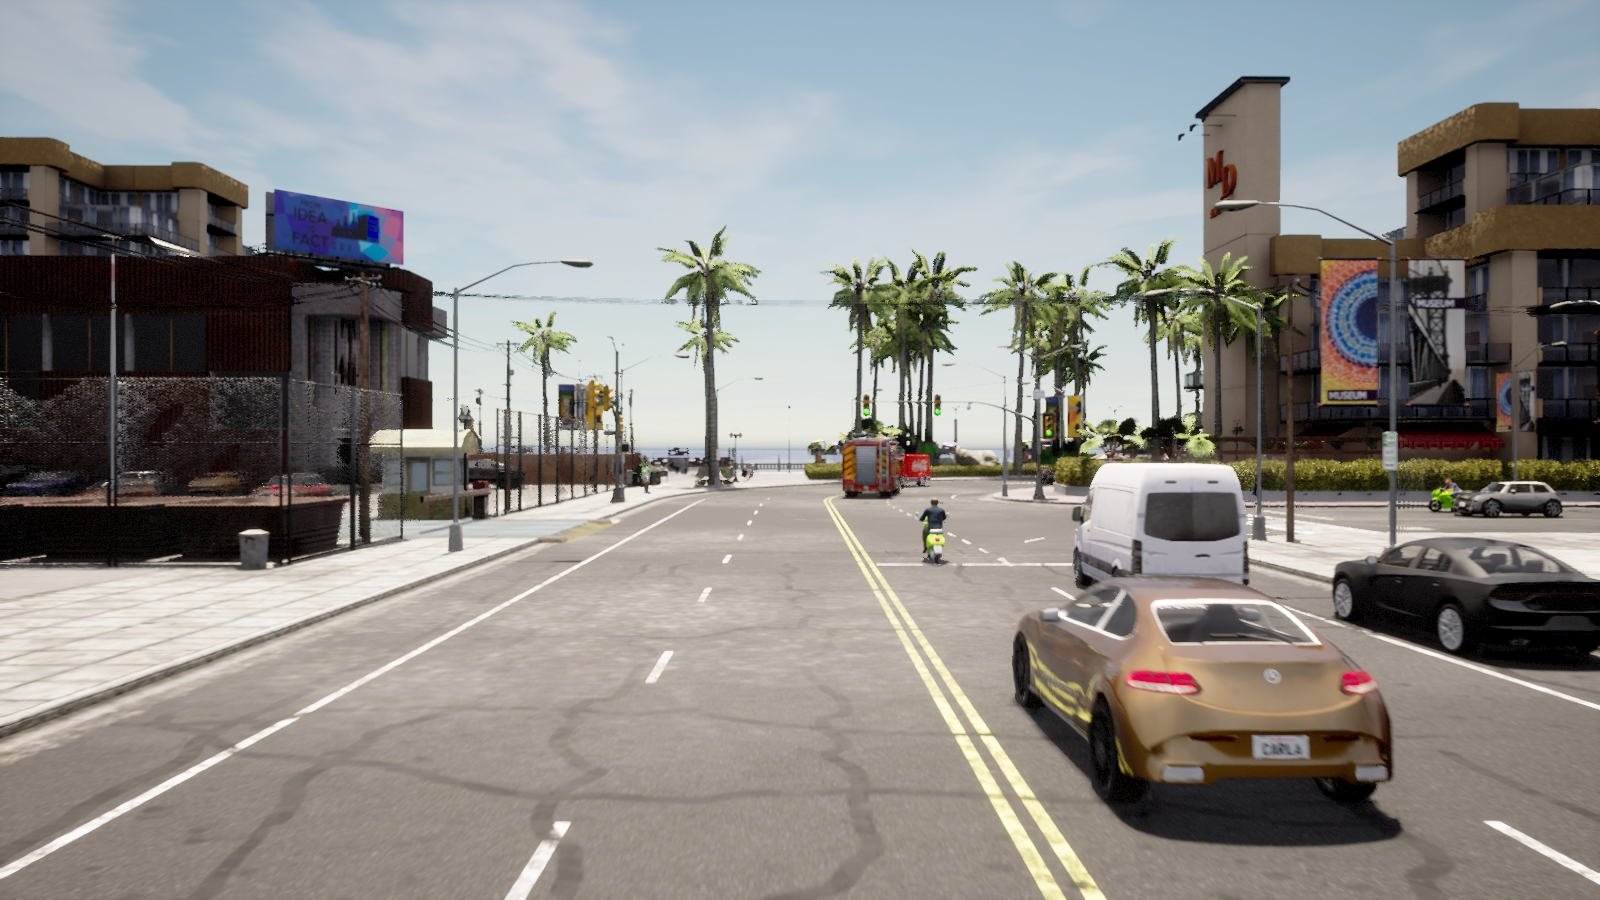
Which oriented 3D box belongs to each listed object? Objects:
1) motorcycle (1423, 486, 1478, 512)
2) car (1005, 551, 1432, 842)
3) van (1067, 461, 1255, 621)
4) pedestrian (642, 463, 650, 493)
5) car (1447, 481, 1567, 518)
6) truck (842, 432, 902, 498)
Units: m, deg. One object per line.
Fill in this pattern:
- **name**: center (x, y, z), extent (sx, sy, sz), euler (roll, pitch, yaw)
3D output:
- **motorcycle**: center (29.215, 2.213, 51.325), extent (2.033, 1.145, 0.803), euler (0, 0, -1)
- **car**: center (3.455, 1.992, 10.724), extent (2.152, 1.651, 5.027), euler (0, 0, 0)
- **van**: center (6.667, 1.535, 21.889), extent (1.988, 2.561, 5.915), euler (0, 0, 3)
- **pedestrian**: center (-9.362, 1.696, 69.535), extent (0.375, 1.860, 0.375), euler (0, 0, 6)
- **car**: center (29.555, 2.064, 47.810), extent (3.806, 1.475, 1.970), euler (0, 0, -1)
- **truck**: center (4.604, 0.890, 71.359), extent (2.891, 3.827, 8.468), euler (0, 0, 10)
